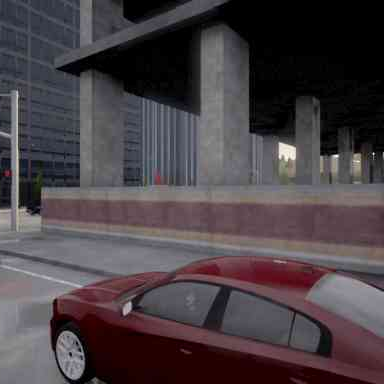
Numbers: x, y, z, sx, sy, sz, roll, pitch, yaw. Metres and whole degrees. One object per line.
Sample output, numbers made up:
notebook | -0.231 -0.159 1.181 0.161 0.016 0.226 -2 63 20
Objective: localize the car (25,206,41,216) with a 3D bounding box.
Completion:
car | -14.129 1.656 33.535 1.895 1.301 4.718 0 0 36

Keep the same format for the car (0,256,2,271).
car | -6.923 1.564 8.871 4.181 1.385 1.994 0 0 36

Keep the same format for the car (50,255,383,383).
car | 0.425 1.478 3.686 5.008 1.535 1.882 0 0 35
